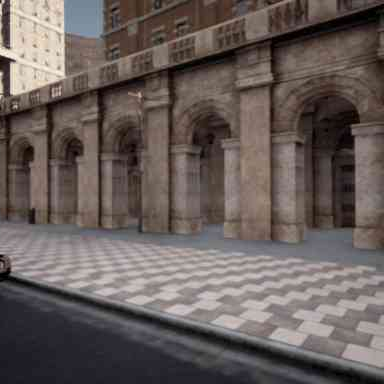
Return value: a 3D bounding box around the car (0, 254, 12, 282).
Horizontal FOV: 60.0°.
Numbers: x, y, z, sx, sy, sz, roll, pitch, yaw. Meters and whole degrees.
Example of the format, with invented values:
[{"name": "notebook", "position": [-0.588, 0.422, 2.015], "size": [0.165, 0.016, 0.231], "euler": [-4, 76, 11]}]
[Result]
[{"name": "car", "position": [-6.513, 1.699, 8.203], "size": [4.718, 1.301, 1.895], "euler": [-1, 0, 35]}]
